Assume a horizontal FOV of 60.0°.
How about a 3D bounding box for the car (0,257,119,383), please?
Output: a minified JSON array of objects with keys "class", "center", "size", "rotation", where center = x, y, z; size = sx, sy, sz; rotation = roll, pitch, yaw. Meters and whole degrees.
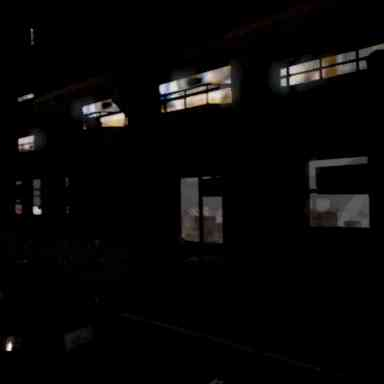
[{"class":"car","center":[-2.915,1.639,4.808],"size":[4.313,1.339,1.947],"rotation":[-1,-1,35]}]
